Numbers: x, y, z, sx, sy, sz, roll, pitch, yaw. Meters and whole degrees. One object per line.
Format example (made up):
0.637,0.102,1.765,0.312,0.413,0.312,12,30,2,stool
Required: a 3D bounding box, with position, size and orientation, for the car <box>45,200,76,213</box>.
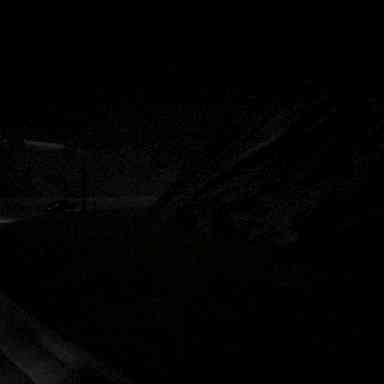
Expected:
-15.710,1.662,39.889,1.812,1.442,4.674,0,0,9,car
